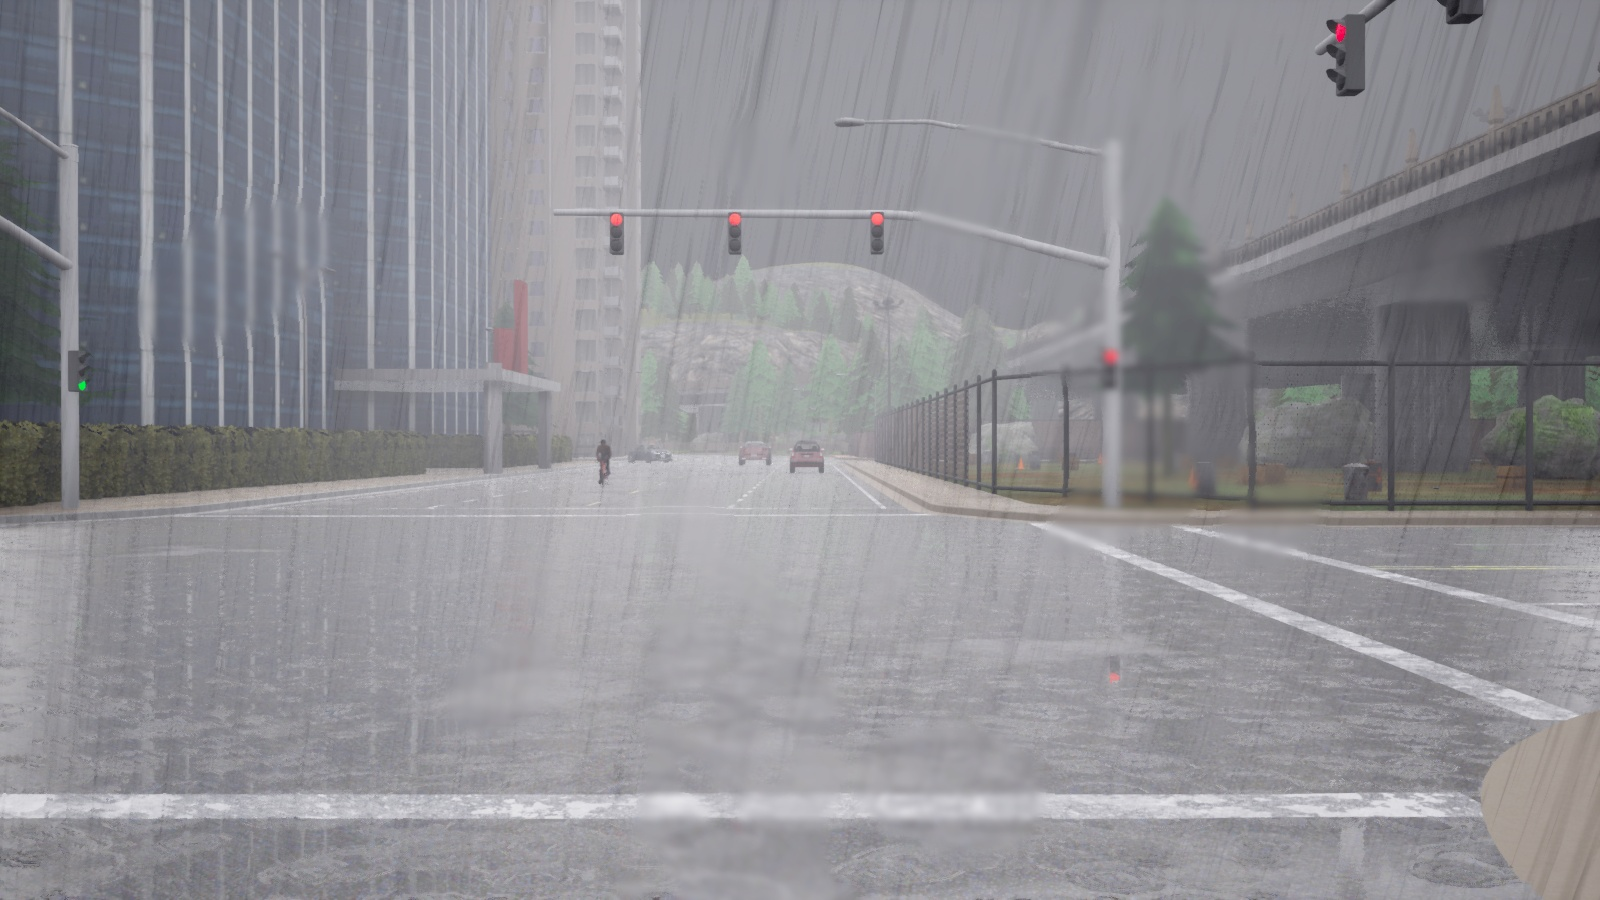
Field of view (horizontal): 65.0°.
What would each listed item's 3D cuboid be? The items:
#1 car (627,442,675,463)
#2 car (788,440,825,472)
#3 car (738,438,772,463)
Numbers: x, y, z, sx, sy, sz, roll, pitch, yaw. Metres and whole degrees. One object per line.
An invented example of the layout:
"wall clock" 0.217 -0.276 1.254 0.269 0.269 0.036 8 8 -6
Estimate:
"car" -11.239 0.175 94.458 1.970 1.475 3.806 0 0 -36
"car" 0.353 0.280 64.586 1.851 1.617 3.988 0 0 0
"car" -3.036 0.039 85.718 2.152 1.651 5.027 0 0 0
